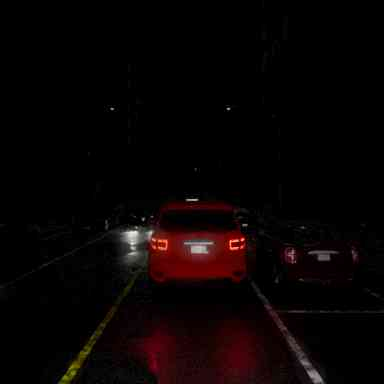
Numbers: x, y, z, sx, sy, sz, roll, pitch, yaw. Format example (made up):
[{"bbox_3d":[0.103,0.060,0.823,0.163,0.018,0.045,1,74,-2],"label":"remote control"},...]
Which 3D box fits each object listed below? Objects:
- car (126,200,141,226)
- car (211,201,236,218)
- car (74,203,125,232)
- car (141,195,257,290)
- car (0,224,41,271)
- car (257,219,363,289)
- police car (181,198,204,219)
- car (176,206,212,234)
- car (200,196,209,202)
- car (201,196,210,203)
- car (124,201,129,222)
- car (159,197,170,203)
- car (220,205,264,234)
[{"bbox_3d":[-3.065,1.508,23.477,1.837,1.490,4.892,0,0,0],"label":"car"},{"bbox_3d":[2.863,1.569,31.138,1.947,1.339,4.313,0,0,0],"label":"car"},{"bbox_3d":[-5.666,1.567,20.138,1.947,1.339,4.313,0,0,0],"label":"car"},{"bbox_3d":[0.106,1.221,9.216,2.150,2.045,5.566,0,0,-1],"label":"car"},{"bbox_3d":[-5.669,1.582,9.135,1.802,1.307,4.206,0,0,0],"label":"car"},{"bbox_3d":[2.856,1.440,9.132,1.967,1.590,4.097,0,0,0],"label":"car"},{"bbox_3d":[0.008,1.428,30.250,1.930,1.638,5.238,0,0,0],"label":"police car"},{"bbox_3d":[0.104,1.602,19.986,1.895,1.301,4.718,0,0,0],"label":"car"},{"bbox_3d":[2.931,1.617,79.046,2.008,1.369,4.403,0,0,0],"label":"car"},{"bbox_3d":[2.919,1.580,73.807,1.752,1.417,4.829,0,0,0],"label":"car"},{"bbox_3d":[-5.665,1.584,25.639,1.802,1.307,4.206,0,0,0],"label":"car"},{"bbox_3d":[-5.617,1.626,68.244,1.802,1.307,4.206,0,0,0],"label":"car"},{"bbox_3d":[2.859,1.552,20.135,2.008,1.369,4.403,0,0,0],"label":"car"}]
